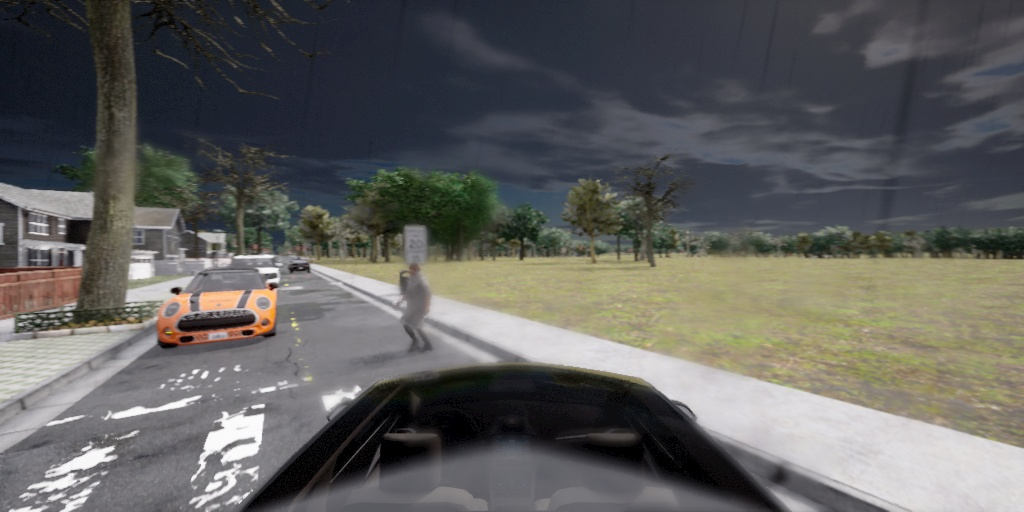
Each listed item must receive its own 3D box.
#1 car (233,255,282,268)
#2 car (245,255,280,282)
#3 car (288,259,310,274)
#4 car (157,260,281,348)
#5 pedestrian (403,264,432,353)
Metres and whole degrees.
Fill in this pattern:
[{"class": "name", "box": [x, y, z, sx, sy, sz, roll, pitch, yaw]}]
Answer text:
[{"class": "car", "box": [-13.245, 0.967, 18.440, 2.150, 2.045, 5.566, -1, 0, -33]}, {"class": "car", "box": [-20.708, 0.933, 30.001, 2.150, 2.045, 5.566, -1, 1, -32]}, {"class": "car", "box": [-23.802, 1.128, 40.195, 1.882, 1.535, 5.008, -1, 1, -33]}, {"class": "car", "box": [-7.505, 1.116, 9.551, 2.097, 1.767, 4.553, -1, 1, -33]}, {"class": "pedestrian", "box": [-1.913, 1.018, 7.263, 0.375, 1.860, 0.375, 0, -1, -33]}]
